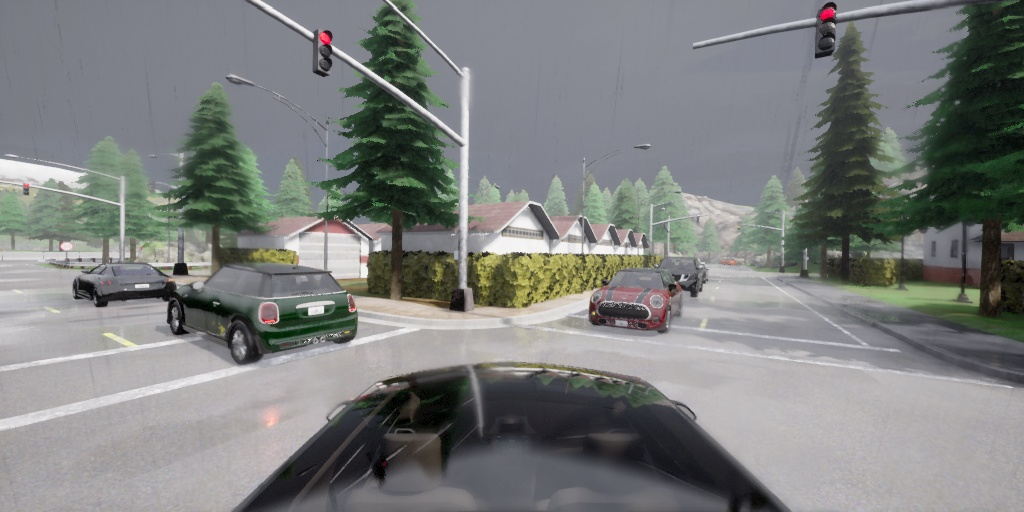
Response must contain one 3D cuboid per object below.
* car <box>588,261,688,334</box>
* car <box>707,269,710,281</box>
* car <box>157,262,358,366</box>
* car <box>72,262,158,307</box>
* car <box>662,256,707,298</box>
[{"bbox_3d":[4.033,1.172,11.280,2.097,1.767,4.553,1,1,31],"label":"car"},{"bbox_3d":[14.640,1.338,28.787,1.837,1.490,4.892,1,1,31],"label":"car"},{"bbox_3d":[-5.527,0.923,7.888,4.553,1.767,2.097,4,2,31],"label":"car"},{"bbox_3d":[-14.104,0.911,13.045,4.181,1.385,1.994,2,1,31],"label":"car"},{"bbox_3d":[9.342,1.048,20.036,2.150,2.045,5.566,1,1,31],"label":"car"}]
